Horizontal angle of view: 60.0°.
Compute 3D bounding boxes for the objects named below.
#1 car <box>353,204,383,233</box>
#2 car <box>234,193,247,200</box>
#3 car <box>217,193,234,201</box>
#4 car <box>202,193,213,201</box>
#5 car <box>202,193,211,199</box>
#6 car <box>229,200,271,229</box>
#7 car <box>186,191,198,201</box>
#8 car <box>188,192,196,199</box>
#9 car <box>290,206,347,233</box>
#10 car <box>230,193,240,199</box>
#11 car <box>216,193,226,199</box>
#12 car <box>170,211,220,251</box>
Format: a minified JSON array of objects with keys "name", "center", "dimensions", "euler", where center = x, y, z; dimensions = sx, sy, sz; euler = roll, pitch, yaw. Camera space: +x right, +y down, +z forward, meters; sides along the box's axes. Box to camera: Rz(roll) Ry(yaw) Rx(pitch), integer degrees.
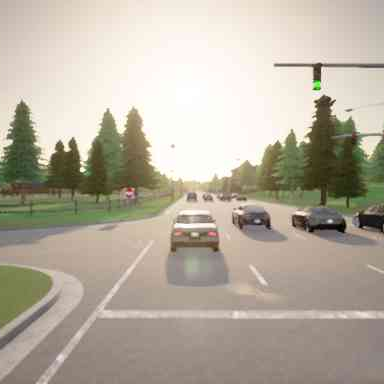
[{"name":"car","center":[10.599,1.416,18.034],"dimensions":[1.837,1.490,4.892],"euler":[0,0,0]},{"name":"car","center":[10.499,1.241,70.704],"dimensions":[1.895,1.301,4.718],"euler":[0,0,0]},{"name":"car","center":[6.999,1.001,70.643],"dimensions":[2.097,1.767,4.553],"euler":[0,0,0]},{"name":"car","center":[3.499,1.186,70.257],"dimensions":[2.033,1.411,5.357],"euler":[0,0,0]},{"name":"car","center":[3.499,0.914,80.676],"dimensions":[1.882,1.535,5.008],"euler":[0,0,0]},{"name":"car","center":[3.587,1.424,20.530],"dimensions":[1.812,1.442,4.674],"euler":[0,0,0]},{"name":"car","center":[-0.001,0.871,70.285],"dimensions":[2.150,2.045,5.566],"euler":[0,0,0]},{"name":"car","center":[-0.001,0.791,80.645],"dimensions":[2.097,1.767,4.553],"euler":[0,0,0]},{"name":"car","center":[7.100,1.470,19.084],"dimensions":[1.994,1.385,4.181],"euler":[0,0,0]},{"name":"car","center":[10.499,0.961,80.676],"dimensions":[1.812,1.442,4.674],"euler":[0,0,0]},{"name":"car","center":[6.999,0.976,80.676],"dimensions":[2.033,1.411,5.357],"euler":[0,0,0]},{"name":"car","center":[0.099,1.479,13.761],"dimensions":[2.033,1.411,5.357],"euler":[0,0,0]}]
